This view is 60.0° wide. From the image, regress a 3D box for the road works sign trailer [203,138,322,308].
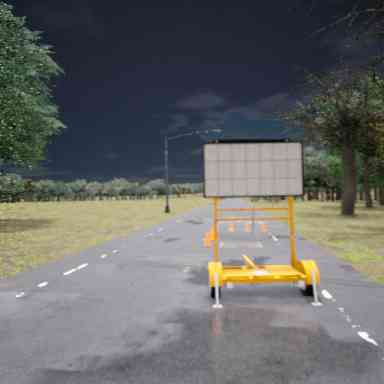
[{"bbox_3d":[1.468,0.527,8.098,2.380,3.560,2.880,-1,-1,-1],"label":"road works sign trailer"}]
